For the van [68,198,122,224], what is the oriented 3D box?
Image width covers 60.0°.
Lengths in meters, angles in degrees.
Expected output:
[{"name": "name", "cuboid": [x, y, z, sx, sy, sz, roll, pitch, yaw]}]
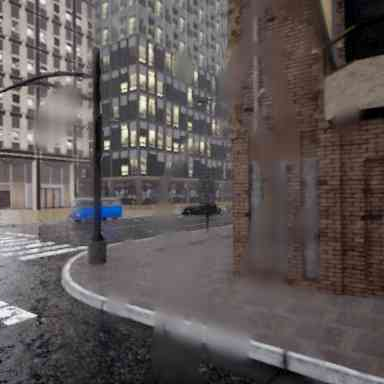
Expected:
[{"name": "van", "cuboid": [-6.933, 1.309, 24.146, 1.690, 1.788, 3.998, -1, -1, 36]}]

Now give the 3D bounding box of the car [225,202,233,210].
[{"name": "car", "cuboid": [5.902, 1.537, 42.054, 1.752, 1.417, 4.829, -1, -1, 36]}]

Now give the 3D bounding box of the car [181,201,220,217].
[{"name": "car", "cuboid": [0.862, 1.520, 30.570, 1.994, 1.385, 4.181, -1, -1, 36]}]
